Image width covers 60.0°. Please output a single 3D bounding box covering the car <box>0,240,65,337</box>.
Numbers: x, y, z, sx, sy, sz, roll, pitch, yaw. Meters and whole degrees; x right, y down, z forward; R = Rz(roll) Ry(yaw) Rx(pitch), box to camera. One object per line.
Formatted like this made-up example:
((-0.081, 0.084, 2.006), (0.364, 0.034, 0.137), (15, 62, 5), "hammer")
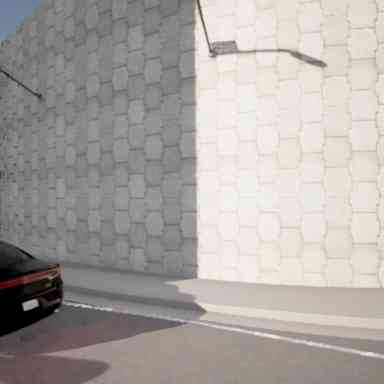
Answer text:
((-4.605, 1.544, 5.998), (5.008, 1.535, 1.882), (-1, 0, 26), "car")
